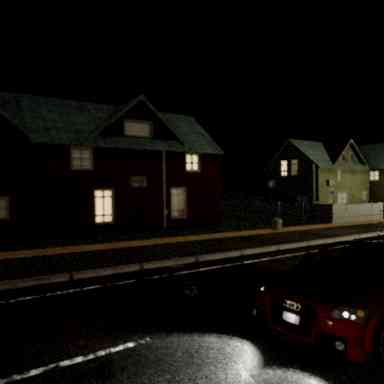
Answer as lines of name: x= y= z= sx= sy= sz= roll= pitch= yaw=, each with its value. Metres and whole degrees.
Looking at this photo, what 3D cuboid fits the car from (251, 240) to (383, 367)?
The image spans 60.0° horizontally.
car: x=3.014 y=1.589 z=5.827 sx=4.181 sy=1.385 sz=1.994 roll=0 pitch=0 yaw=-35
